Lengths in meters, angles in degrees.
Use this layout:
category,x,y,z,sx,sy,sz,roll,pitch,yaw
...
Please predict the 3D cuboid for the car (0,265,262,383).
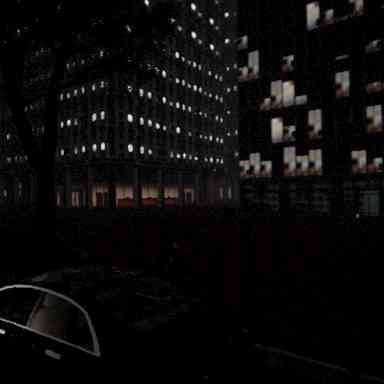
category,x,y,z,sx,sy,sz,roll,pitch,yaw
car,-1.395,1.554,3.886,4.403,1.369,2.008,0,-1,36
